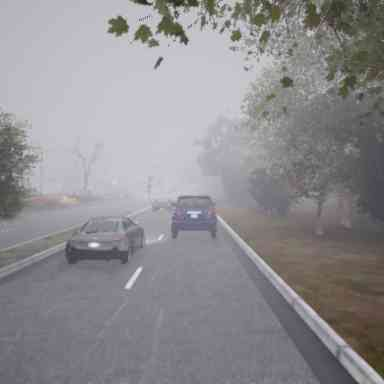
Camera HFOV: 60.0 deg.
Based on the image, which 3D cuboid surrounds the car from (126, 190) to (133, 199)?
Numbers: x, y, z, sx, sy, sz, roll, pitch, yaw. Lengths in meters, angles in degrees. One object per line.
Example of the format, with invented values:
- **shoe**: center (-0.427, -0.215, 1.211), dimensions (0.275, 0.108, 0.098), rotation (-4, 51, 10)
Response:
- **car**: center (-16.784, 0.598, 74.229), dimensions (5.566, 2.045, 2.435), rotation (-1, 1, -20)

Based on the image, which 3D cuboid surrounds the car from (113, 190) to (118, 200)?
- **car**: center (-16.813, 0.948, 62.214), dimensions (4.792, 1.488, 2.163), rotation (-1, 1, -20)

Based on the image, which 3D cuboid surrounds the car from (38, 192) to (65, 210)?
- **car**: center (-16.789, 0.920, 35.236), dimensions (5.566, 2.045, 2.435), rotation (-1, 1, -20)

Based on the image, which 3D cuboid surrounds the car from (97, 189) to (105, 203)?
- **car**: center (-16.766, 0.855, 53.233), dimensions (4.553, 1.767, 2.185), rotation (-1, 1, -20)

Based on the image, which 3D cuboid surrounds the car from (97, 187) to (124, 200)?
- **car**: center (-16.814, 0.649, 65.216), dimensions (5.566, 2.045, 2.435), rotation (-1, 1, -20)

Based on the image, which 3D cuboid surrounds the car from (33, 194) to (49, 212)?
- **car**: center (-16.785, 1.239, 32.237), dimensions (4.792, 1.488, 2.163), rotation (-1, 1, -20)

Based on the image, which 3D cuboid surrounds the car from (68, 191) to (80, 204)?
- **car**: center (-16.978, 1.098, 41.157), dimensions (5.366, 1.575, 1.946), rotation (-1, 1, -20)

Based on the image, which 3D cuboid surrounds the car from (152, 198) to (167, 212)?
- **car**: center (-2.901, 1.293, 34.244), dimensions (1.895, 1.301, 4.718), rotation (0, 1, 0)

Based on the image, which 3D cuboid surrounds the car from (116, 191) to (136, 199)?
- **car**: center (-16.621, 0.672, 83.280), dimensions (4.553, 1.767, 2.185), rotation (-1, 1, -19)

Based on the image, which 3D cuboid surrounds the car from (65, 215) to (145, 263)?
- **car**: center (-2.898, 1.519, 11.848), dimensions (1.994, 1.385, 4.181), rotation (0, 0, 0)

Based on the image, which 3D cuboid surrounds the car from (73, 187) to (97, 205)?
- **car**: center (-16.827, 0.783, 47.205), dimensions (5.566, 2.045, 2.435), rotation (-1, 1, -20)

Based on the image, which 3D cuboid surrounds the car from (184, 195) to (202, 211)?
- **car**: center (0.105, 1.175, 35.908), dimensions (1.837, 1.490, 4.892), rotation (0, 1, 0)

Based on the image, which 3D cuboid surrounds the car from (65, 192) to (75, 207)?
- **car**: center (-16.633, 1.127, 38.291), dimensions (5.366, 1.575, 1.946), rotation (-1, 1, -20)

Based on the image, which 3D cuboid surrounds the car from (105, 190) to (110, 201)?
- **car**: center (-16.826, 0.833, 56.219), dimensions (4.553, 1.767, 2.185), rotation (-1, 0, -20)

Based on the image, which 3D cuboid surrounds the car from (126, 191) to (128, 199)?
- **car**: center (-16.764, 0.906, 71.235), dimensions (4.674, 1.452, 2.002), rotation (-1, 1, -20)

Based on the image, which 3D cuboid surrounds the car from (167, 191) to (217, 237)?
- **car**: center (0.103, 1.129, 17.483), dimensions (2.150, 2.045, 5.566), rotation (0, 1, 0)

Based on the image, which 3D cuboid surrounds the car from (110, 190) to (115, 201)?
- **car**: center (-16.798, 0.939, 59.230), dimensions (4.892, 1.521, 2.231), rotation (-1, 0, -20)

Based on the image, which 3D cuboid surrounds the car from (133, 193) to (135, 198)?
- **car**: center (-16.711, 0.580, 77.265), dimensions (5.566, 2.045, 2.435), rotation (-1, 0, -20)

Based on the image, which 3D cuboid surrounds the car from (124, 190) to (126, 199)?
- **car**: center (-16.953, 0.883, 68.167), dimensions (5.366, 1.575, 1.946), rotation (-1, 1, -20)

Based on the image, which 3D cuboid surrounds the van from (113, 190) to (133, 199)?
- **van**: center (-16.596, 0.587, 80.302), dimensions (4.442, 1.987, 1.878), rotation (-1, 0, -19)
